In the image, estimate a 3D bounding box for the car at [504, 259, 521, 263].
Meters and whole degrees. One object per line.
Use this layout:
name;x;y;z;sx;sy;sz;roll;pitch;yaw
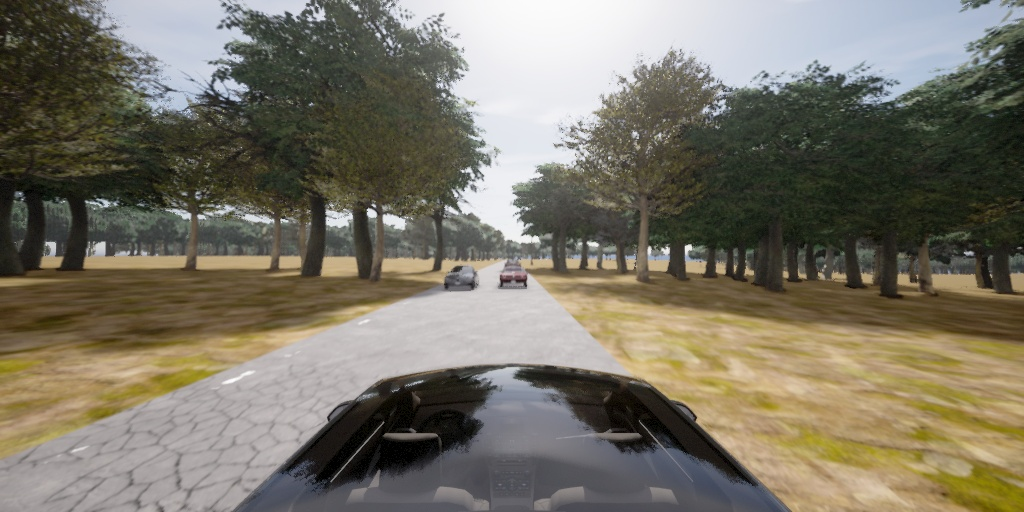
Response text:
car;0.093;1.175;43.302;2.097;1.767;4.553;0;0;0

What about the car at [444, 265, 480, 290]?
car;-3.101;1.305;22.849;1.812;1.442;4.674;0;0;0

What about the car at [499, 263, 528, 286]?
car;0.099;1.385;25.492;1.895;1.301;4.718;0;0;0
